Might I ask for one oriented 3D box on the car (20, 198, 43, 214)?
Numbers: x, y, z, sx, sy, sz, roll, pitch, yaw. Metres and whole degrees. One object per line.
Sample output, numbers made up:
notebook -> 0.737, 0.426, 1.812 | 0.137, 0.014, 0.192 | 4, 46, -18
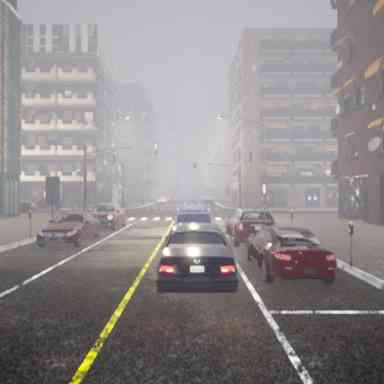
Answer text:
car -> -17.557, 1.206, 31.884 | 5.009, 1.841, 2.192 | 0, -1, 0

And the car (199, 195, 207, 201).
car -> 2.588, 1.469, 81.296 | 1.887, 1.381, 4.507 | 1, 0, 0

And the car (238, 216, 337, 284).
car -> 2.575, 1.574, 9.293 | 1.802, 1.307, 4.206 | 1, 0, 0

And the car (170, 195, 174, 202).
car -> -5.294, 1.461, 69.756 | 1.752, 1.417, 4.829 | 1, 0, 0

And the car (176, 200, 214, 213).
car -> 0.096, 1.461, 19.590 | 1.882, 1.535, 5.008 | 0, 0, 0

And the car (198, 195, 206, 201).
car -> 2.589, 1.469, 86.967 | 2.008, 1.369, 4.403 | 1, 0, 0

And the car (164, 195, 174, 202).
car -> -5.294, 1.495, 75.597 | 1.947, 1.339, 4.313 | 1, 0, 0

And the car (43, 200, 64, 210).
car -> -17.617, 1.547, 39.760 | 4.313, 1.339, 1.947 | 0, -1, 0

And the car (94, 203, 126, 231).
car -> -5.310, 1.423, 20.371 | 1.967, 1.590, 4.097 | 1, 0, 0

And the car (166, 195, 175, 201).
car -> -5.292, 1.469, 81.267 | 1.887, 1.381, 4.507 | 1, 0, 0

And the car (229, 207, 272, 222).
car -> 2.578, 1.427, 14.842 | 1.967, 1.590, 4.097 | 1, 0, 0

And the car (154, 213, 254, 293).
car -> 0.102, 1.540, 8.948 | 2.033, 1.411, 5.357 | 0, 0, 0

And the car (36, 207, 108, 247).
car -> -5.309, 1.569, 14.821 | 1.802, 1.307, 4.206 | 1, 0, 0

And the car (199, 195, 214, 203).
car -> 2.583, 1.503, 52.941 | 2.008, 1.369, 4.403 | 1, 0, 0

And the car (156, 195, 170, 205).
car -> -5.296, 1.472, 58.413 | 1.752, 1.417, 4.829 | 1, 0, 0
